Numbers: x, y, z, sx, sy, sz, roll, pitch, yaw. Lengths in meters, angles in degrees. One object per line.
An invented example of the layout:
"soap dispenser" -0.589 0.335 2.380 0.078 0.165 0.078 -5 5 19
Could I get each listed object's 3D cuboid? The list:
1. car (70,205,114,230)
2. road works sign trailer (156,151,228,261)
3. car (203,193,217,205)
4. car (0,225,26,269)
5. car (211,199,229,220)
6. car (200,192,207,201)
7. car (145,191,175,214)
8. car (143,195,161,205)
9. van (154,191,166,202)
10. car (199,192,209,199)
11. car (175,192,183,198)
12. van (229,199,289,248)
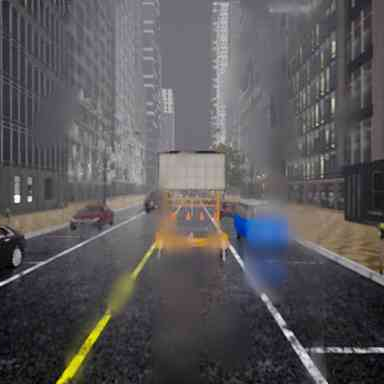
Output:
"car" -5.686 1.405 19.410 1.802 1.307 4.206 0 1 0
"road works sign trailer" 0.003 0.357 11.723 2.380 3.560 2.880 0 1 0
"car" 2.701 1.199 42.175 1.802 1.307 4.206 0 1 0
"car" -5.688 1.477 8.026 2.008 1.369 4.403 0 1 0
"car" 2.697 1.354 25.097 1.802 1.307 4.206 0 1 0
"car" 2.704 1.059 53.559 2.008 1.369 4.403 0 1 0
"car" -3.091 0.937 31.728 2.150 2.045 5.566 0 0 0
"car" -5.678 1.114 47.872 2.008 1.369 4.403 0 1 0
"van" -5.675 0.792 59.255 1.690 1.788 3.998 0 1 0
"car" 2.710 0.711 76.326 1.967 1.590 4.097 0 1 0
"car" -2.981 0.828 72.630 1.812 1.442 4.674 0 1 0
"van" 2.694 1.216 13.712 1.690 1.788 3.998 0 1 0
